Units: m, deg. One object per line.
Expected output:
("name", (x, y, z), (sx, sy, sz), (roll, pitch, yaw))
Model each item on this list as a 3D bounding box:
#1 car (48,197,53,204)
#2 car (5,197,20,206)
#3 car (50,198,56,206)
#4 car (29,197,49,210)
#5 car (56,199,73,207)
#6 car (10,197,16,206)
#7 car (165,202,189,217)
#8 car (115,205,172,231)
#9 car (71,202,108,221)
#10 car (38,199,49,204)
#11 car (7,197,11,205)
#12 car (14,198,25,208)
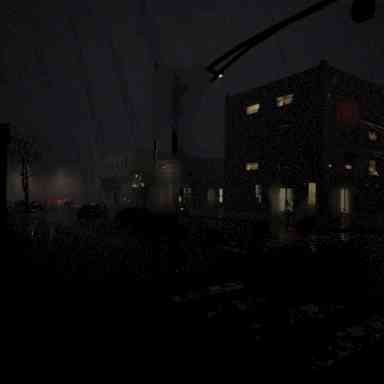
("car", (-34.818, 2.141, 80.482), (2.192, 1.841, 5.009), (1, -1, -35))
("car", (-38.492, 1.932, 71.139), (2.192, 1.841, 5.009), (1, -1, -35))
("car", (-28.454, 2.307, 71.426), (1.802, 1.307, 4.206), (1, -1, -35))
("car", (-22.710, 1.892, 48.582), (1.752, 1.417, 4.829), (1, -1, -35))
("car", (-25.273, 2.115, 66.901), (1.967, 1.590, 4.097), (1, -1, -35))
("car", (-32.129, 2.082, 62.084), (1.947, 1.339, 4.313), (1, -1, -35))
("car", (-2.088, 1.762, 34.149), (1.967, 1.590, 4.097), (1, -1, -35))
("car", (-3.346, 1.616, 20.917), (1.887, 1.381, 4.507), (1, -1, -35))
("car", (-8.524, 1.730, 28.280), (1.802, 1.307, 4.206), (1, -1, -35))
("car", (-38.098, 2.404, 85.145), (1.752, 1.417, 4.829), (1, -1, -35))
("car", (-35.311, 2.132, 66.610), (1.947, 1.339, 4.313), (1, -1, -35))
("car", (-29.129, 2.013, 57.804), (1.887, 1.381, 4.507), (1, -1, -35))
